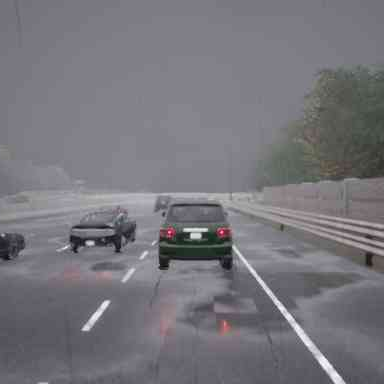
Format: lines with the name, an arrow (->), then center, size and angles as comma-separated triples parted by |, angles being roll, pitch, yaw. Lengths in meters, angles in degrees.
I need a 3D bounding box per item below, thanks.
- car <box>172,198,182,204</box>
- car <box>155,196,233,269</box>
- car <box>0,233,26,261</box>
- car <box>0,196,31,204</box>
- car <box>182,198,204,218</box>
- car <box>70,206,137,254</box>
car -> -3.492, 2.135, 78.301 | 1.994, 1.385, 4.181 | 0, -1, 0
car -> 0.101, 1.272, 11.519 | 2.150, 2.045, 5.566 | 0, 0, 0
car -> -6.899, 1.586, 9.537 | 2.033, 1.411, 5.357 | 0, 0, 0
car -> -20.999, 1.450, 38.907 | 2.150, 2.045, 5.566 | 0, -1, 0
car -> 0.103, 1.561, 33.912 | 2.097, 1.767, 4.553 | 0, 0, 0
car -> -3.499, 1.557, 13.867 | 2.128, 1.511, 4.902 | 0, 0, 0
